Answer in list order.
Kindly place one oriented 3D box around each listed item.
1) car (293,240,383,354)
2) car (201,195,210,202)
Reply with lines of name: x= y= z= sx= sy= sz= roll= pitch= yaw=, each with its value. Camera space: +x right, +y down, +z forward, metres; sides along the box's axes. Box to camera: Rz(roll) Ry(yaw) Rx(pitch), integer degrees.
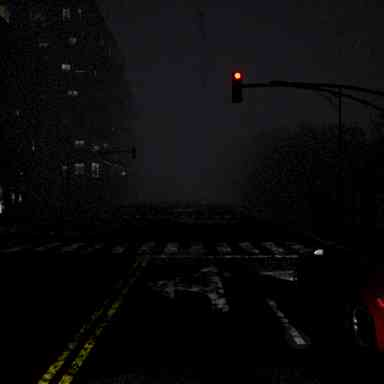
car: x=3.345 y=1.564 z=6.128 sx=1.994 sy=1.385 sz=4.181 roll=0 pitch=0 yaw=0
car: x=3.190 y=1.558 z=78.609 sx=2.128 sy=1.511 sz=4.902 roll=0 pitch=0 yaw=0
